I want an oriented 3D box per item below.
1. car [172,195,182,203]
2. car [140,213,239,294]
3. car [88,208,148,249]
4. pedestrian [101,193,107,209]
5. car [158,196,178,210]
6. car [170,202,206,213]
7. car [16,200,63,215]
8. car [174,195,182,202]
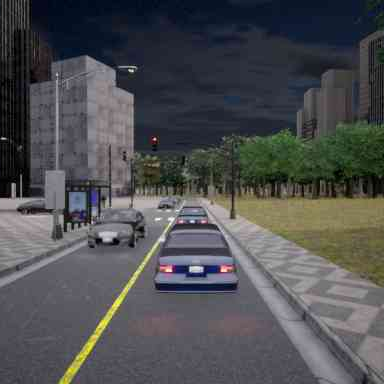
[{"bbox_3d":[-3.104,1.413,70.543,1.837,1.490,4.892,0,0,0],"label":"car"},{"bbox_3d":[0.084,1.545,8.952,2.033,1.411,5.357,0,0,0],"label":"car"},{"bbox_3d":[-3.114,1.487,14.684,2.128,1.511,4.902,0,0,0],"label":"car"},{"bbox_3d":[-10.122,1.052,38.143,0.375,1.860,0.375,0,0,1],"label":"pedestrian"},{"bbox_3d":[-3.138,1.526,41.791,1.994,1.385,4.181,0,0,0],"label":"car"},{"bbox_3d":[0.058,1.538,19.287,2.033,1.411,5.357,0,0,1],"label":"car"},{"bbox_3d":[-14.381,1.478,32.032,4.674,1.442,1.812,0,0,2],"label":"car"},{"bbox_3d":[-3.145,1.430,56.998,2.128,1.511,4.902,0,0,0],"label":"car"}]
